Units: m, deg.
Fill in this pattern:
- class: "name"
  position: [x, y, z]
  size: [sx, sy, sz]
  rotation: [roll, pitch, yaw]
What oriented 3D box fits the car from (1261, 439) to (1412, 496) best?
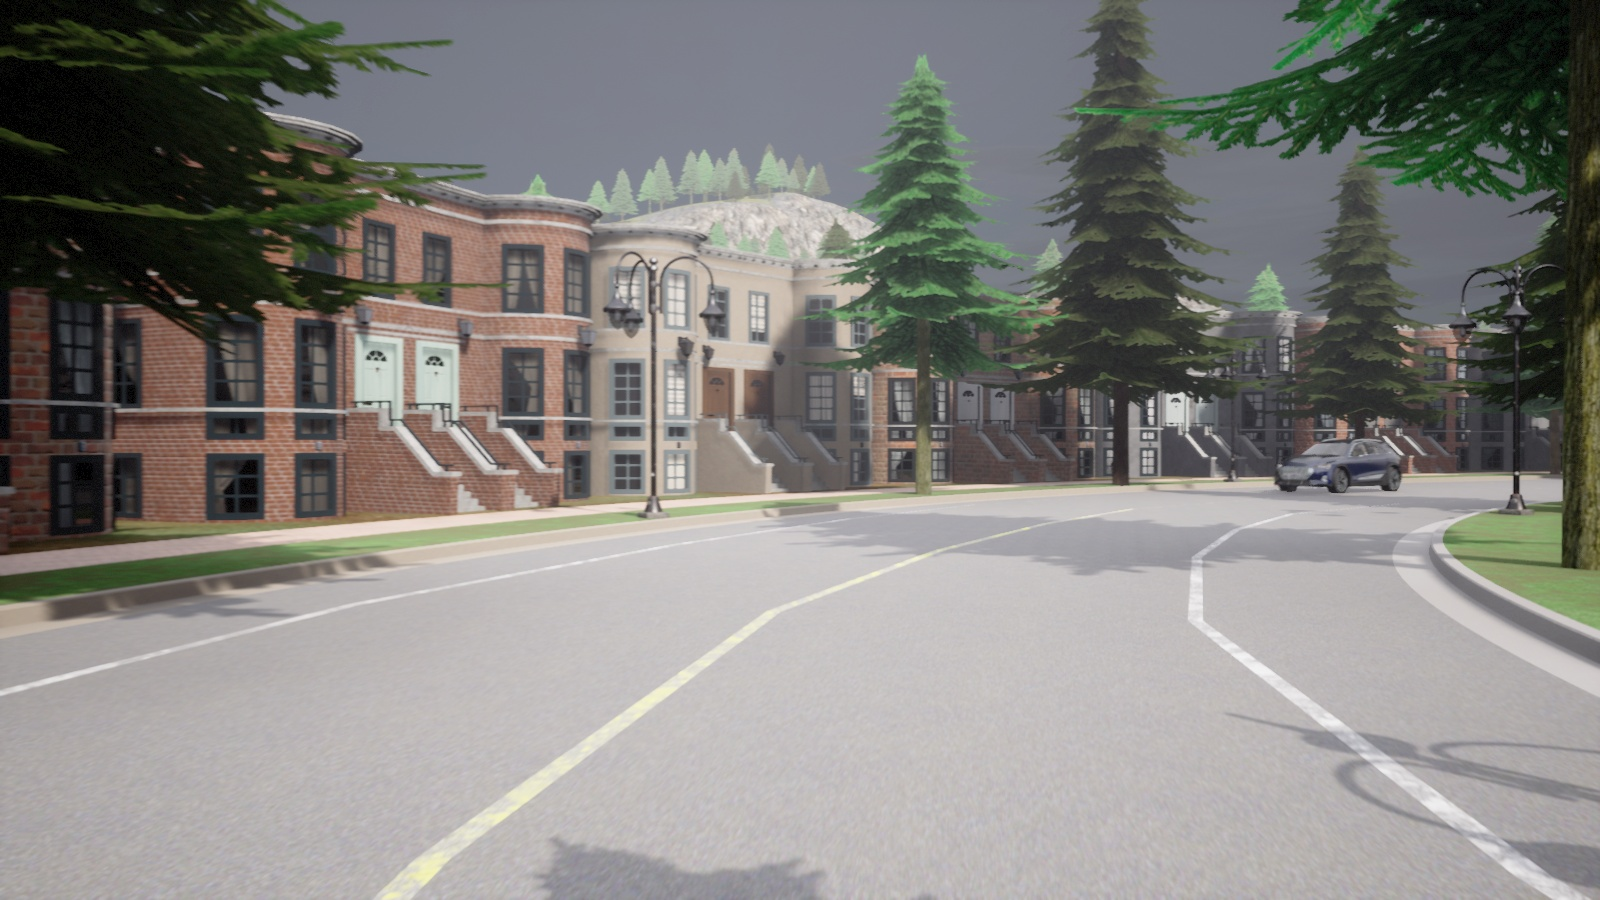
- class: "car"
  position: [16.410, 0.490, 38.354]
  size: [4.856, 1.649, 2.033]
  rotation: [0, 0, -36]
